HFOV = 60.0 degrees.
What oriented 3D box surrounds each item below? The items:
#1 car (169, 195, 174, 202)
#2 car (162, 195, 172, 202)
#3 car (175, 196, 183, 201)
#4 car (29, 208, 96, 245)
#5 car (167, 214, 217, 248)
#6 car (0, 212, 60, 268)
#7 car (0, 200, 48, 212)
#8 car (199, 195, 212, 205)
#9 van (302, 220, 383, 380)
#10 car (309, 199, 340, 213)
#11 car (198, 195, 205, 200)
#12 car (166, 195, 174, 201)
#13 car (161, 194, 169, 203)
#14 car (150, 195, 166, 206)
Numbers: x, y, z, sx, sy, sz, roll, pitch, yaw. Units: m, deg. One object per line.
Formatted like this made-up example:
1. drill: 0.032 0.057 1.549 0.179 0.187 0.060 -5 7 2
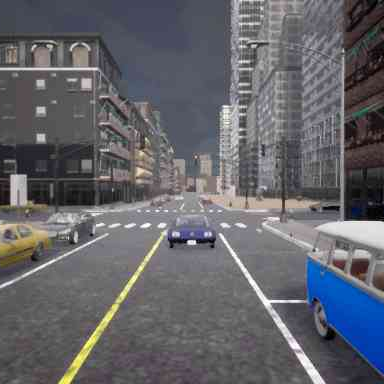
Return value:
1. car: -5.704 1.316 70.347 2.192 1.841 5.009 -1 0 0
2. car: -5.703 1.443 75.994 1.967 1.590 4.097 -1 0 0
3. car: -3.000 1.530 78.152 1.895 1.301 4.718 0 0 0
4. car: -5.701 1.547 15.333 2.008 1.369 4.403 -1 0 0
5. car: 0.001 1.613 14.682 1.895 1.301 4.718 0 0 0
6. car: -5.701 1.522 9.499 1.752 1.417 4.829 -1 0 0
7. car: -17.884 1.497 35.304 4.829 1.417 1.752 0 1 0
8. car: 2.646 1.542 59.105 1.887 1.381 4.507 -1 0 0
9. van: 2.676 1.339 3.969 1.690 1.788 3.998 -1 0 0
10. car: 14.674 1.465 35.358 4.313 1.339 1.947 0 1 0
11. car: 2.646 1.555 92.999 1.887 1.381 4.507 -1 0 0
12. car: -5.701 1.590 87.293 1.802 1.307 4.206 -1 0 0
13. car: -5.703 1.438 59.048 1.967 1.590 4.097 -1 0 0
14. car: -5.701 1.541 53.399 1.887 1.381 4.507 -1 0 0
